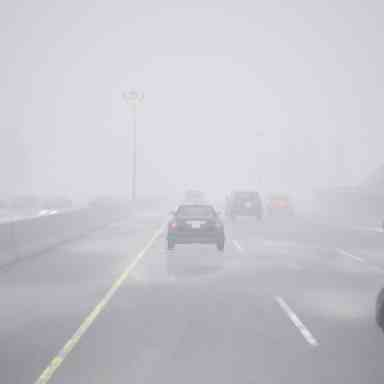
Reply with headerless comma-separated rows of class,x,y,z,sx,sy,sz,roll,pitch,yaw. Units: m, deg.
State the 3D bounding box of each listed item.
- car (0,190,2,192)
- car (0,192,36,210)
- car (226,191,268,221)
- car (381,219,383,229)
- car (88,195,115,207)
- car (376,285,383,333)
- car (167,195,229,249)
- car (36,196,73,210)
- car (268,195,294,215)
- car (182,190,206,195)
car,-20.950,0.770,33.164,2.150,2.045,5.566,0,0,1
car,-17.437,1.030,34.332,2.128,1.511,4.902,0,1,1
car,3.675,0.923,24.222,2.150,2.045,5.566,0,1,0
car,10.647,1.388,15.259,1.994,1.385,4.181,0,1,0
car,-10.379,1.074,38.620,2.033,1.411,5.357,0,1,0
car,3.623,1.474,2.945,1.837,1.490,4.892,0,1,0
car,0.143,1.177,13.721,2.097,1.767,4.553,0,1,0
car,-13.935,1.107,34.430,1.994,1.385,4.181,0,1,1
car,7.189,1.001,28.658,2.097,1.767,4.553,0,1,0
car,0.207,0.798,33.743,2.150,2.045,5.566,0,1,0
